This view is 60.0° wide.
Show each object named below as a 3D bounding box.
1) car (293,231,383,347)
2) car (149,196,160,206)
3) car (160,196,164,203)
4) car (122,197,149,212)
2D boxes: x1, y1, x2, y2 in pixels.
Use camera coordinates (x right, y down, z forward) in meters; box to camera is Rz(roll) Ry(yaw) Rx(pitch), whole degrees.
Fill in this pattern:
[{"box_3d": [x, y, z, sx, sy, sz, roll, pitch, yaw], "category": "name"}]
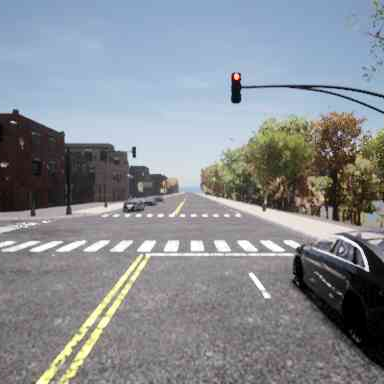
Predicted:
[{"box_3d": [3.329, 1.482, 6.247, 2.128, 1.511, 4.902, 0, 0, 2], "category": "car"}, {"box_3d": [-6.750, 1.472, 52.947, 2.033, 1.411, 5.357, 0, 0, 0], "category": "car"}, {"box_3d": [-6.759, 1.459, 68.235, 1.994, 1.385, 4.181, 0, 0, 0], "category": "car"}, {"box_3d": [-6.684, 1.435, 38.441, 2.128, 1.511, 4.902, 0, 0, 2], "category": "car"}]
